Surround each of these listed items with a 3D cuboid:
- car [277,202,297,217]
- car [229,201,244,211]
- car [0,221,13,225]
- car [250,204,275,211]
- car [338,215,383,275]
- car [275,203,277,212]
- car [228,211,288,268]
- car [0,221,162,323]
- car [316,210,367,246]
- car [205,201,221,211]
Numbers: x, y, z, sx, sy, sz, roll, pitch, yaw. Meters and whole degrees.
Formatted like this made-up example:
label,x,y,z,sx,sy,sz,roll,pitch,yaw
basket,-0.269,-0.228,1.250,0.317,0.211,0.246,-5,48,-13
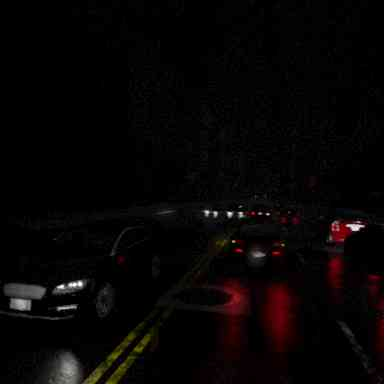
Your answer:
label,x,y,z,sx,sy,sz,roll,pitch,yaw
car,11.398,2.133,39.501,1.812,1.442,4.674,2,0,12
car,6.487,1.994,48.430,1.882,1.535,5.008,2,-1,12
car,-5.311,1.402,7.782,2.033,1.411,5.357,2,0,12
car,6.296,1.921,30.653,2.033,1.411,5.357,2,0,12
car,6.391,1.763,10.895,1.812,1.442,4.674,2,0,12
car,13.970,2.281,52.059,2.128,1.511,4.902,2,0,12
car,2.359,1.638,11.780,1.812,1.442,4.674,2,0,12
car,-2.069,1.447,7.388,2.128,1.511,4.902,2,0,12
car,7.614,1.662,16.742,2.097,1.767,4.553,2,0,12
car,3.130,1.954,48.279,2.033,1.411,5.357,2,0,12
